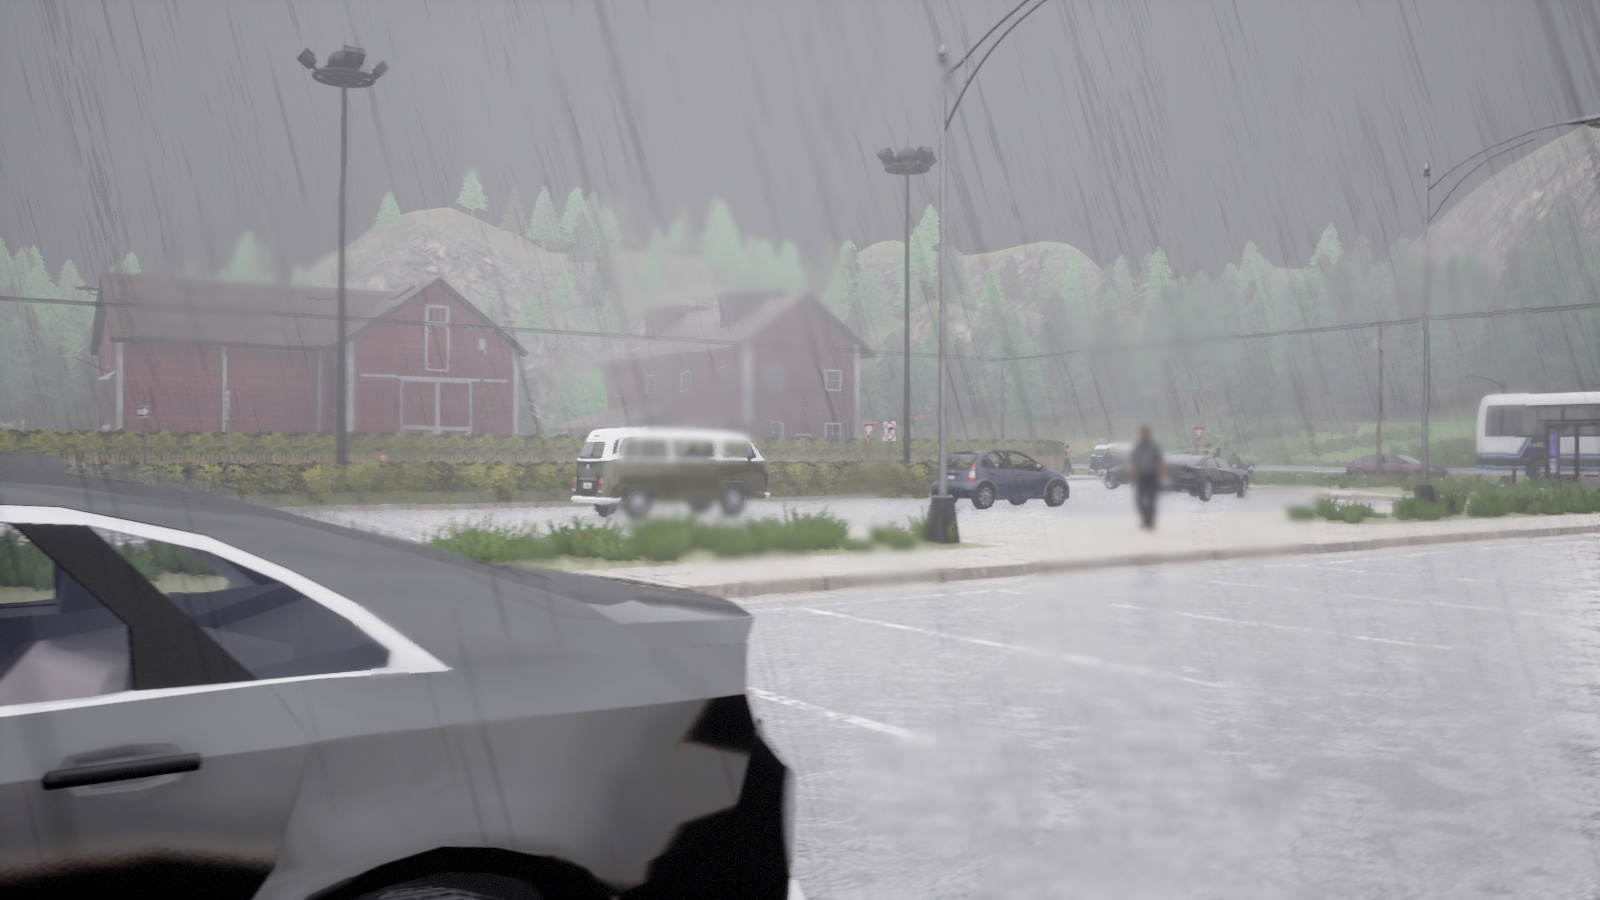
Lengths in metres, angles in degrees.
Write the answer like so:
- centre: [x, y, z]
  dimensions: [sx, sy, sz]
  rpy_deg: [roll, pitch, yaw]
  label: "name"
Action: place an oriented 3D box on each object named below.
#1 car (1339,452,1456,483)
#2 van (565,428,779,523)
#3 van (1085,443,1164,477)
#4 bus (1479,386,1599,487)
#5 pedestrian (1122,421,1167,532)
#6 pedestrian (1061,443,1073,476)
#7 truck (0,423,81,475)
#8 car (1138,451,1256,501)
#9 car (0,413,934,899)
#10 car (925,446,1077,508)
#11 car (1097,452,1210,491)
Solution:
- centre: [29.661, 0.835, 62.415]
  dimensions: [2.163, 1.488, 4.792]
  rpy_deg: [0, 0, -44]
  label: "car"
- centre: [-2.925, 0.545, 28.993]
  dimensions: [4.480, 2.038, 2.069]
  rpy_deg: [0, 0, -34]
  label: "van"
- centre: [19.894, 0.615, 77.109]
  dimensions: [2.069, 2.038, 4.480]
  rpy_deg: [0, 0, -34]
  label: "van"
- centre: [35.393, -0.574, 53.982]
  dimensions: [3.944, 4.253, 10.273]
  rpy_deg: [0, 0, -34]
  label: "bus"
- centre: [5.871, 0.442, 21.398]
  dimensions: [0.540, 1.848, 0.694]
  rpy_deg: [0, 0, 35]
  label: "pedestrian"
- centre: [15.024, 0.542, 70.724]
  dimensions: [0.594, 1.836, 0.345]
  rpy_deg: [0, 0, -27]
  label: "pedestrian"
- centre: [-52.737, -0.061, 83.976]
  dimensions: [7.936, 3.462, 2.891]
  rpy_deg: [0, 0, -34]
  label: "truck"
- centre: [13.024, 0.795, 41.018]
  dimensions: [1.882, 1.535, 5.008]
  rpy_deg: [0, 0, 40]
  label: "car"
- centre: [-2.348, 0.711, 2.024]
  dimensions: [4.902, 1.511, 2.128]
  rpy_deg: [0, 0, -35]
  label: "car"
- centre: [5.606, 0.716, 34.834]
  dimensions: [3.988, 1.617, 1.851]
  rpy_deg: [0, 0, -34]
  label: "car"
- centre: [14.192, 0.839, 50.727]
  dimensions: [2.163, 1.488, 4.792]
  rpy_deg: [0, 0, -16]
  label: "car"
